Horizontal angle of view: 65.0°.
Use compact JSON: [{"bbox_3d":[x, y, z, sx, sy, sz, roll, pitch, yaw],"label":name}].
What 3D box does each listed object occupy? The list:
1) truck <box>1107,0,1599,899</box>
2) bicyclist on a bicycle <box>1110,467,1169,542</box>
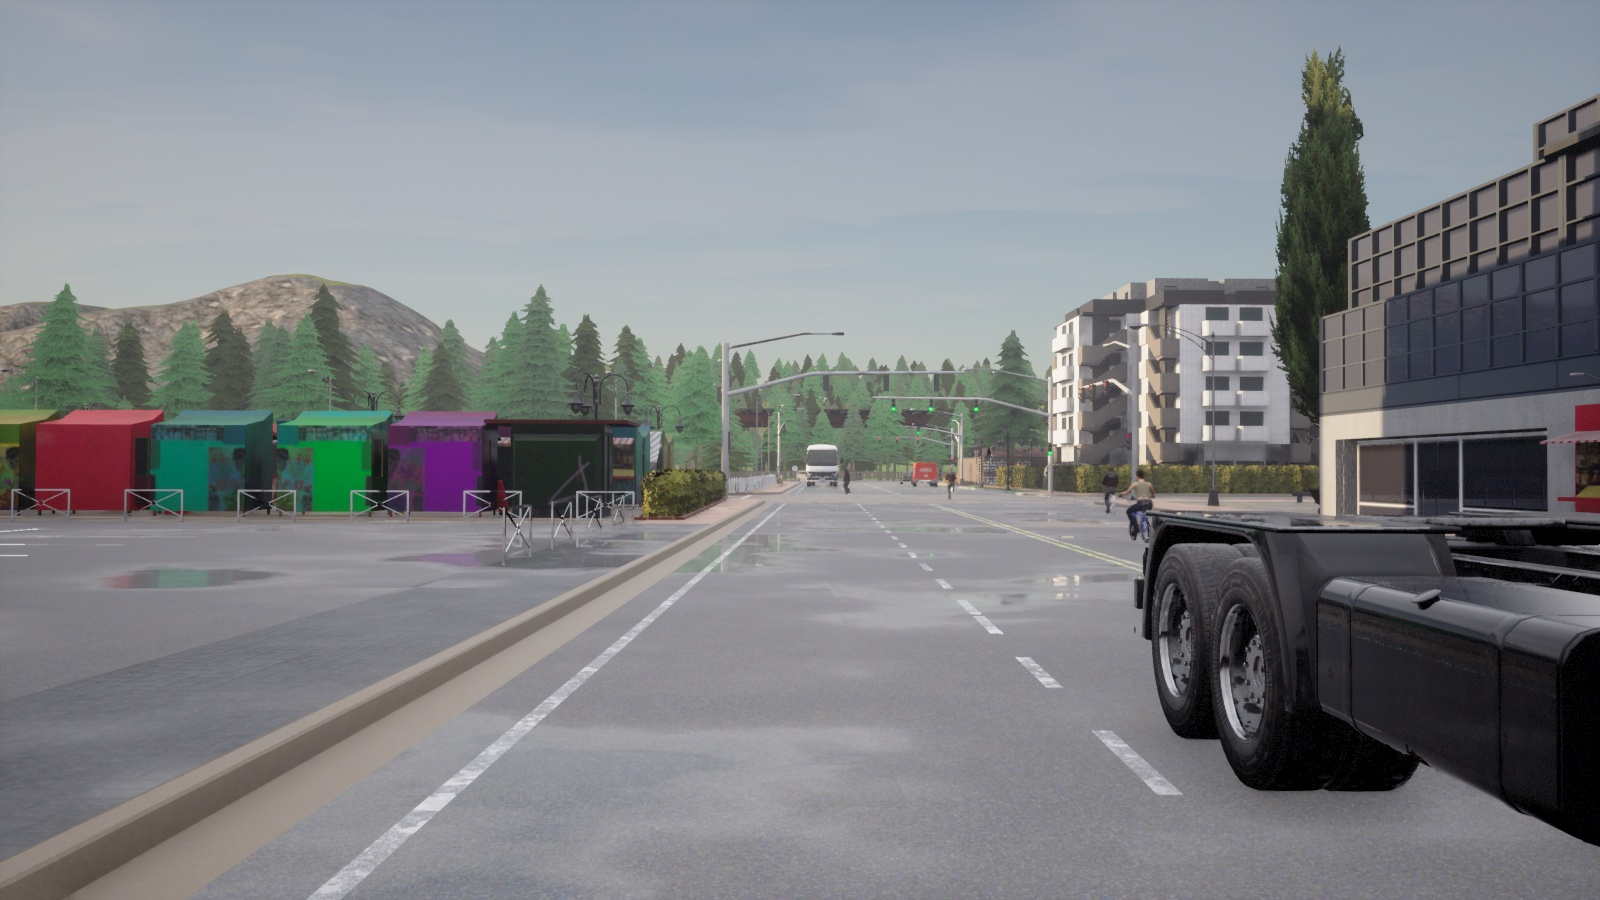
[{"bbox_3d":[3.537,-0.102,4.747,2.891,3.462,7.936,0,-1,1],"label":"truck"},{"bbox_3d":[7.552,1.190,28.003,0.866,1.612,1.509,0,-1,-1],"label":"bicyclist on a bicycle"}]
